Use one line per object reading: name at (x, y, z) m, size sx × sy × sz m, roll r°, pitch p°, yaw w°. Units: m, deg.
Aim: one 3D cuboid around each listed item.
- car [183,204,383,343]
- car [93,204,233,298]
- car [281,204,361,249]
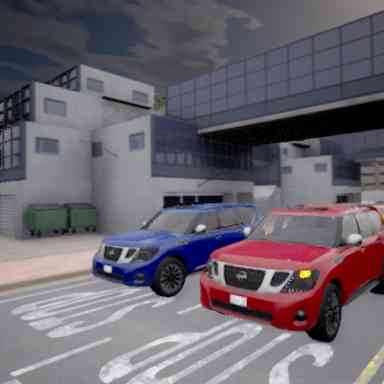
car at (2.589, 1.319, 7.128) m, size 2.150 × 2.045 × 5.566 m, roll -2°, pitch -1°, yaw 43°
car at (0.011, 1.396, 9.531) m, size 2.150 × 2.045 × 5.566 m, roll -2°, pitch -1°, yaw 44°
car at (6.477, 1.558, 16.372) m, size 2.097 × 1.767 × 4.553 m, roll -2°, pitch -1°, yaw 43°
